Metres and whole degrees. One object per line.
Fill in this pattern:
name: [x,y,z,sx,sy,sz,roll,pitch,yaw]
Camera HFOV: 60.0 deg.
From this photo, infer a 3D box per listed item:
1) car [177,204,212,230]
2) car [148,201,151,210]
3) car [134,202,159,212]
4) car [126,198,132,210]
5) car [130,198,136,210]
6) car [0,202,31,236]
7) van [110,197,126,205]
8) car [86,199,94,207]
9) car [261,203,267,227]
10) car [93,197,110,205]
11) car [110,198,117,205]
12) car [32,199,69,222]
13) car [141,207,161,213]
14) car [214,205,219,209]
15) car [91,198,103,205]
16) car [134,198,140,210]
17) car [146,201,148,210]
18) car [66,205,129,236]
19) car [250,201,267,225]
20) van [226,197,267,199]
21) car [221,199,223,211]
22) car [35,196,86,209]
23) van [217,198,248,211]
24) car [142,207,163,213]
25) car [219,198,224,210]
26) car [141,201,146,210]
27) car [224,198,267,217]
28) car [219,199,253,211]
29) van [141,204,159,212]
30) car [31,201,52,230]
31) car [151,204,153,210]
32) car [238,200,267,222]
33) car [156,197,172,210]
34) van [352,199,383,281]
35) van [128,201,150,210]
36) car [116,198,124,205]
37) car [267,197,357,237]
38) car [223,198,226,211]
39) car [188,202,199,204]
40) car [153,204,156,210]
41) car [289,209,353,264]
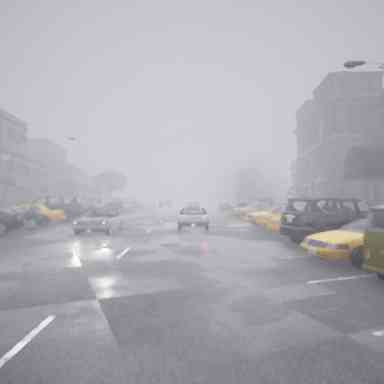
car: [0.080,1.653,21.650,1.895,1.301,4.718,0,0,0]
car: [-11.295,2.690,64.149,5.366,1.575,1.946,0,-3,-19]
car: [-10.872,3.576,78.841,5.566,2.045,2.435,1,-6,-19]
car: [-11.317,2.021,46.656,4.674,1.452,2.002,0,-2,-20]
car: [-11.291,2.102,49.594,4.674,1.452,2.002,0,-2,-20]
car: [-11.437,1.497,17.322,5.008,1.535,2.097,-1,0,-20]
van: [-11.448,1.681,43.688,4.442,1.987,1.878,0,-1,-20]
car: [-11.414,1.619,29.053,4.892,1.521,2.231,-1,0,-20]
car: [6.545,1.513,17.189,5.366,1.575,1.946,1,-1,-20]
car: [-11.364,1.589,34.931,4.553,1.767,2.185,0,-1,-20]
car: [-11.350,1.803,37.871,4.792,1.488,2.163,0,-2,-20]
car: [-11.610,1.544,23.127,5.366,1.575,1.946,-1,0,-20]
car: [-10.754,4.699,87.556,4.792,1.488,2.163,1,-6,-19]
car: [6.486,1.744,47.037,5.566,2.045,2.435,1,-1,-19]
car: [-11.402,1.666,31.991,4.892,1.521,2.231,-1,-1,-20]
car: [-11.232,2.180,52.526,4.792,1.488,2.163,0,-2,-19]
car: [-11.166,2.529,61.296,4.892,1.521,2.231,0,-3,-19]
car: [-5.123,1.632,18.770,1.895,1.301,4.718,0,0,0]
car: [6.546,1.534,20.181,5.366,1.575,1.946,1,-1,-20]
van: [6.315,1.499,35.039,4.442,1.987,1.878,1,-1,-20]
car: [6.453,1.889,41.063,4.674,1.452,2.002,1,-2,-19]
car: [-11.459,1.330,26.110,5.566,2.045,2.435,-1,0,-20]
van: [6.450,1.942,52.998,4.442,1.987,1.878,1,-2,-19]
car: [-10.843,4.946,90.432,5.366,1.575,1.946,1,-6,-19]
car: [6.507,1.949,44.068,4.792,1.488,2.163,1,-2,-19]
car: [-11.203,2.382,58.373,5.008,1.535,2.097,0,-3,-19]
car: [6.233,1.671,32.019,5.366,1.575,1.946,1,-1,-20]
car: [6.564,1.953,50.053,4.553,1.767,2.185,1,-2,-19]
van: [-10.678,4.166,84.715,4.442,1.987,1.878,1,-6,-19]
car: [-11.447,1.520,20.254,5.008,1.535,2.097,-1,-1,-20]
car: [-11.088,2.882,67.134,4.892,1.521,2.231,0,-4,-19]
car: [6.204,1.553,23.047,5.366,1.575,1.946,1,0,-20]
car: [-4.753,1.937,60.372,2.150,2.045,5.566,0,-3,1]
van: [6.488,1.266,8.188,4.442,1.987,1.878,1,0,-20]
van: [-11.149,2.860,70.027,4.442,1.987,1.878,1,-4,-19]
car: [-11.364,1.836,40.789,5.008,1.535,2.097,0,-1,-20]
car: [6.397,1.249,14.147,5.566,2.045,2.435,1,-1,-20]
car: [6.409,1.659,38.067,4.553,1.767,2.185,1,-1,-20]
car: [0.167,1.915,41.493,2.033,1.411,5.357,0,-1,0]
car: [-10.983,3.312,72.963,4.892,1.521,2.231,1,-4,-19]
car: [6.197,1.487,11.077,5.366,1.575,1.946,1,0,-20]
